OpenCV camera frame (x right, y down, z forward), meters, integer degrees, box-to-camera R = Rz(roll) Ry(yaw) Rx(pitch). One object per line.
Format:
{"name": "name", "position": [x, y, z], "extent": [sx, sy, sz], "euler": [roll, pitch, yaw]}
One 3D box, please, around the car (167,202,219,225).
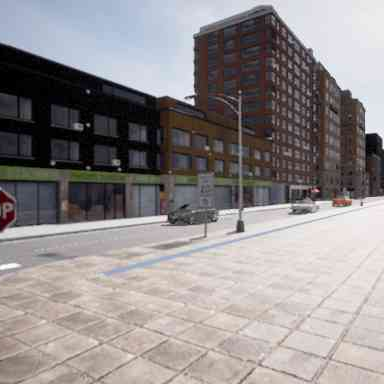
{"name": "car", "position": [0.155, 1.514, 24.178], "extent": [1.837, 1.490, 4.892], "euler": [0, 0, 36]}

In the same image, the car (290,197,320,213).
{"name": "car", "position": [12.518, 1.577, 36.413], "extent": [1.895, 1.301, 4.718], "euler": [0, 0, 36]}

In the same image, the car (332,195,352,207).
{"name": "car", "position": [23.343, 1.309, 51.576], "extent": [2.097, 1.767, 4.553], "euler": [0, 0, 36]}

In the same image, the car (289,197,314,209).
{"name": "car", "position": [14.692, 1.475, 44.390], "extent": [1.837, 1.490, 4.892], "euler": [0, -1, 36]}
